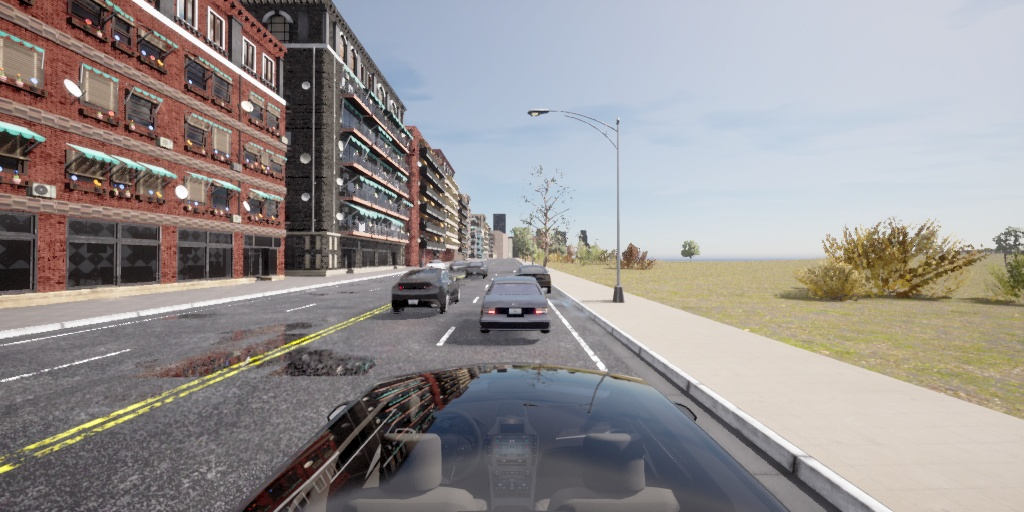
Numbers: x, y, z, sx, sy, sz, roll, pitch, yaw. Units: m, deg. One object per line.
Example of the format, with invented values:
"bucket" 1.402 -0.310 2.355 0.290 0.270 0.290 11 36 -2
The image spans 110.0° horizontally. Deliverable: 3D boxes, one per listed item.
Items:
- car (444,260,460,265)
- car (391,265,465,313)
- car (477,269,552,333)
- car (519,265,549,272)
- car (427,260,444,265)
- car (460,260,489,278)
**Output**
"car" -6.656 1.242 44.652 2.128 1.511 4.902 0 0 0
"car" -3.166 1.253 13.896 1.837 1.490 4.892 0 -1 0
"car" 0.092 1.299 10.675 2.033 1.411 5.357 0 0 0
"car" 1.113 1.230 20.439 1.882 1.535 5.008 0 0 0
"car" -9.895 1.276 46.467 1.812 1.442 4.674 0 0 0
"car" -3.191 1.245 33.228 2.128 1.511 4.902 0 0 0
